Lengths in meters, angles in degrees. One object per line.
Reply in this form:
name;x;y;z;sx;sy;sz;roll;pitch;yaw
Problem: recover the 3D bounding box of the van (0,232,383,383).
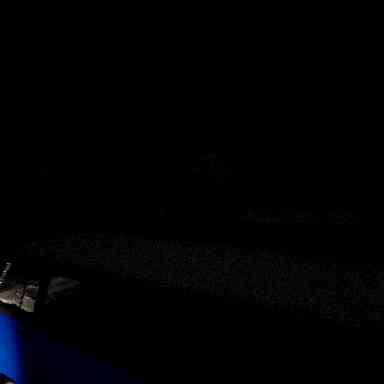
van;-0.250;1.341;2.897;3.998;1.788;1.690;0;0;35
